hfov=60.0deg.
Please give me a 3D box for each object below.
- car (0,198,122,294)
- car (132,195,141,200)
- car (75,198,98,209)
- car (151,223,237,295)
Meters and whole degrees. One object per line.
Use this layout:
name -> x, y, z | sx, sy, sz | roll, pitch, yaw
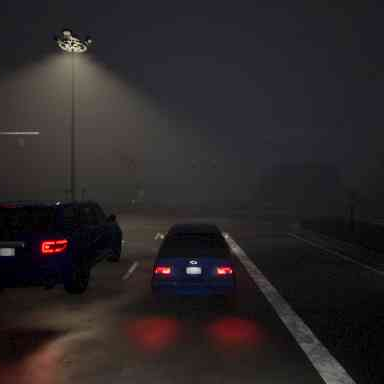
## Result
car -> -3.443, 1.221, 8.925 | 2.150, 2.045, 5.566 | 0, 0, 1
car -> -14.991, 1.521, 90.314 | 2.128, 1.511, 4.902 | 0, 0, 0
car -> -14.983, 1.584, 47.601 | 1.812, 1.442, 4.674 | 0, 1, 0
car -> 0.057, 1.547, 8.854 | 2.033, 1.411, 5.357 | 0, 0, 1
